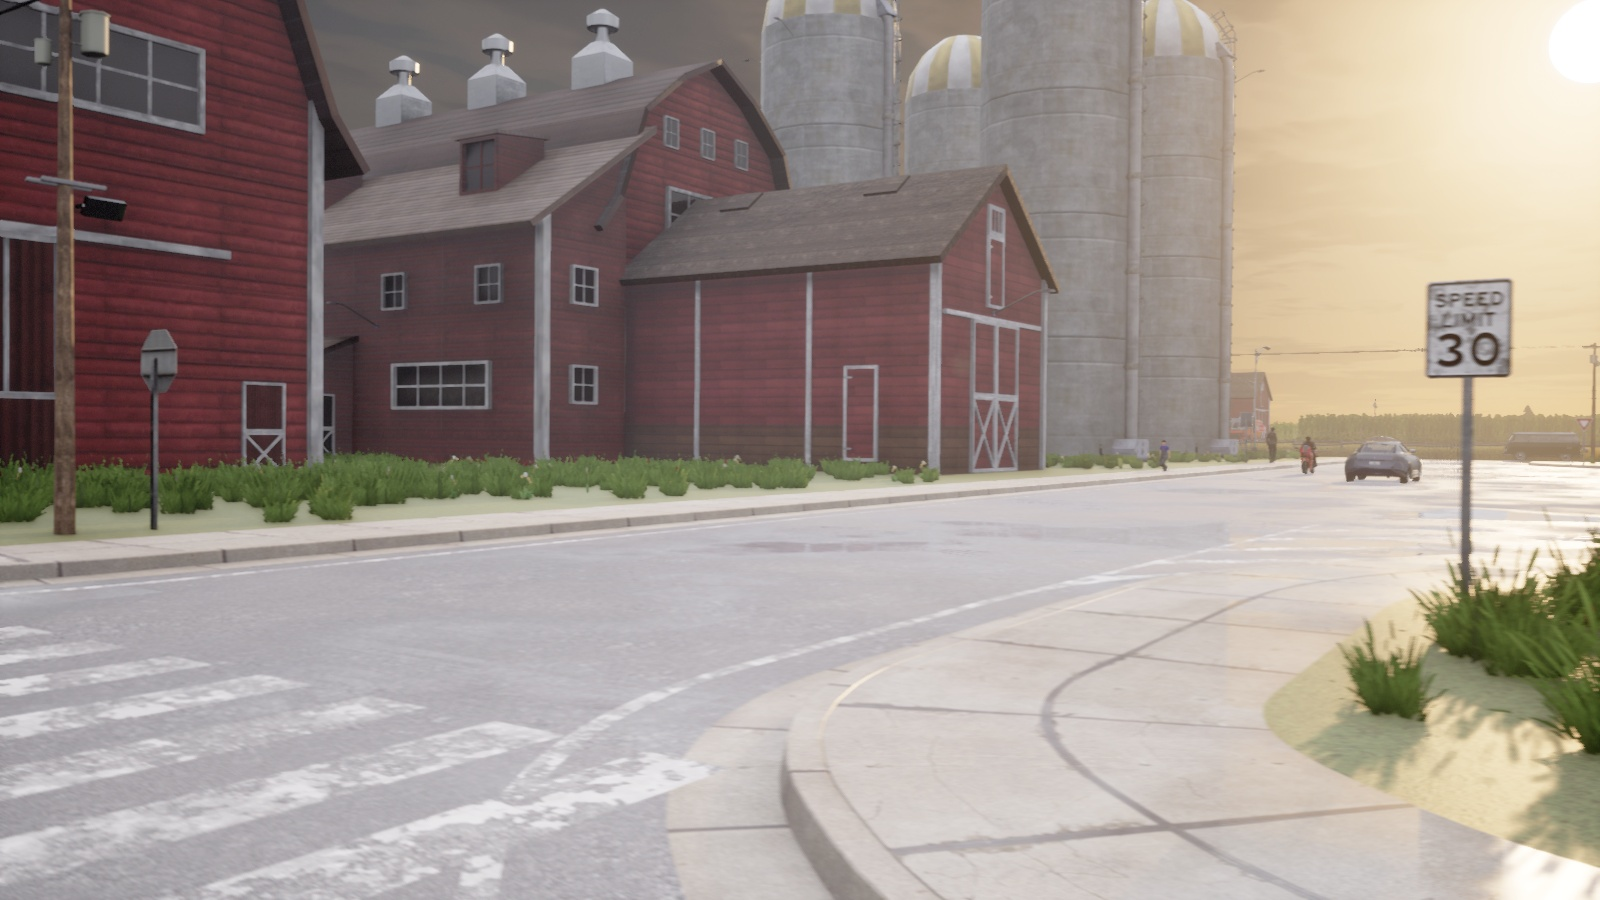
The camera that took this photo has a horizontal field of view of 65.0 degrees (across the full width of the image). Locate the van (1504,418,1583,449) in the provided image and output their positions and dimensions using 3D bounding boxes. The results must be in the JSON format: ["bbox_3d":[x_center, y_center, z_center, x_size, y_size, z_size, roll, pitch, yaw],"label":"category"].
[{"bbox_3d":[49.458,-1.107,83.589,4.442,1.987,1.775,0,1,33],"label":"van"}]

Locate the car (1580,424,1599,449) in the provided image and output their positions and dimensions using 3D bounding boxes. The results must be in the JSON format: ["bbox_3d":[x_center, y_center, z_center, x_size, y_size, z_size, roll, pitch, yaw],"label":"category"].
[{"bbox_3d":[51.625,-0.861,77.970,5.366,1.575,1.801,0,1,33],"label":"car"}]

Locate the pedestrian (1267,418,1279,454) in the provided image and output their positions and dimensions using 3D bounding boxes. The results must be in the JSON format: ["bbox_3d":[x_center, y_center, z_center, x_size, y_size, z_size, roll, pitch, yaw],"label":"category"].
[{"bbox_3d":[23.846,-0.701,63.311,0.328,1.805,0.869,0,1,39],"label":"pedestrian"}]

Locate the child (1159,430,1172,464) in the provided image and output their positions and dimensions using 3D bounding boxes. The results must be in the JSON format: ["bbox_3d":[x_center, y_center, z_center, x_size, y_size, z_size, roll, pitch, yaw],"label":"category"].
[{"bbox_3d":[13.699,-0.107,47.030,0.437,1.263,0.270,-1,1,-42],"label":"child"}]

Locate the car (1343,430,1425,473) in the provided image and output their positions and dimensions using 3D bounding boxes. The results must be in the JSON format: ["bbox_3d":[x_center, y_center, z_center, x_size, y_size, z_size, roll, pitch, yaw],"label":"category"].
[{"bbox_3d":[19.993,0.025,42.915,1.994,1.385,4.181,0,1,33],"label":"car"}]

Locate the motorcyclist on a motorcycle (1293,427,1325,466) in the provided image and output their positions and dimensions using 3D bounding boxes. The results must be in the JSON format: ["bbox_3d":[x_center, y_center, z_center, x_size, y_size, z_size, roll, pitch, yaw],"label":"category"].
[{"bbox_3d":[20.103,-0.151,49.586,0.797,1.523,2.044,0,1,33],"label":"motorcyclist on a motorcycle"}]
